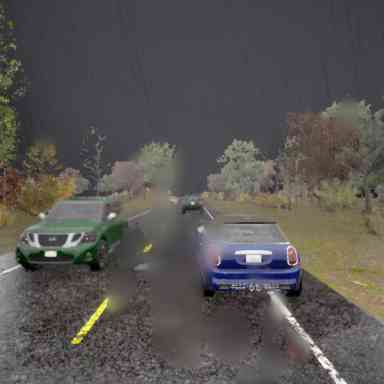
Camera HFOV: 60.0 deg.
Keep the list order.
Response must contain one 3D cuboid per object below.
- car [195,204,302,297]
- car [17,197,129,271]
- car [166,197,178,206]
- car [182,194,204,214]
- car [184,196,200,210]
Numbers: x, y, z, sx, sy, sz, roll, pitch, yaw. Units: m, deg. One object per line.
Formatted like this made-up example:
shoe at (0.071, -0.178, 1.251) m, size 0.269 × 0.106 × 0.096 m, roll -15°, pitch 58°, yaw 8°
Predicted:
car at (1.233, 1.352, 8.759) m, size 2.097 × 1.767 × 4.553 m, roll 0°, pitch 0°, yaw 0°
car at (-3.589, 1.222, 11.217) m, size 2.150 × 2.045 × 5.566 m, roll 0°, pitch 0°, yaw 0°
car at (-3.453, 1.587, 58.382) m, size 1.882 × 1.535 × 5.008 m, roll 0°, pitch 0°, yaw 0°
car at (0.097, 1.259, 35.390) m, size 2.150 × 2.045 × 5.566 m, roll 0°, pitch 0°, yaw 1°
car at (0.073, 1.422, 45.957) m, size 2.097 × 1.767 × 4.553 m, roll 0°, pitch 0°, yaw 1°
